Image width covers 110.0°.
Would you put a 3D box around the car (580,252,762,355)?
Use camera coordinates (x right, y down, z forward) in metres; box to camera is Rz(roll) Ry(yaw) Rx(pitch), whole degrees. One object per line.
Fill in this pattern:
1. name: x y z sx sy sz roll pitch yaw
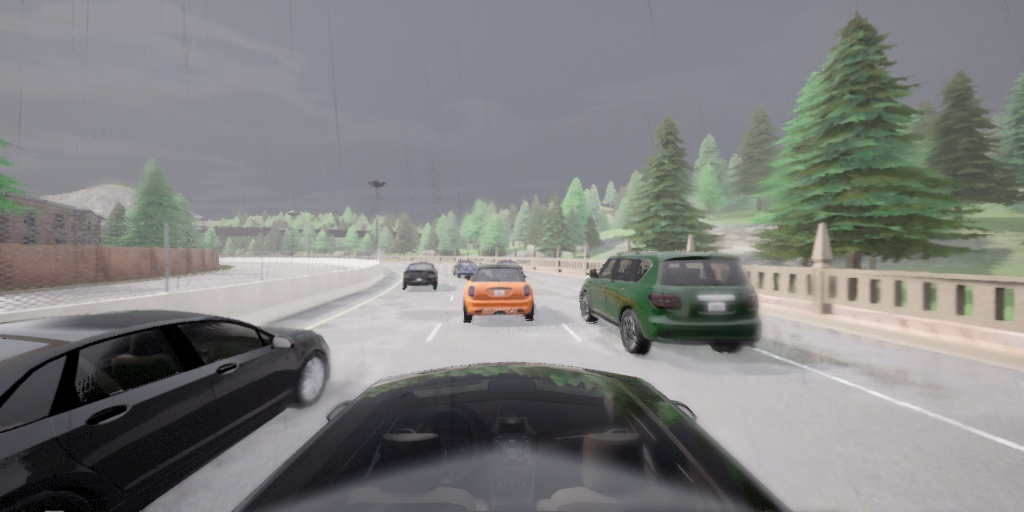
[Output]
1. car: 3.286 0.928 8.718 2.150 2.045 5.566 0 0 -4

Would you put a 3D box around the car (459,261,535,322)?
1. car: -0.554 1.041 12.246 2.097 1.767 4.553 0 0 -5

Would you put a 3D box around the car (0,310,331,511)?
1. car: -3.482 1.249 3.227 1.837 1.490 4.892 0 0 -1

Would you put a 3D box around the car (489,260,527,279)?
1. car: -0.485 1.124 31.303 2.033 1.411 5.357 0 0 -15

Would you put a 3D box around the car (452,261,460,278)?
1. car: -4.039 1.129 31.049 2.033 1.411 5.357 0 0 -16

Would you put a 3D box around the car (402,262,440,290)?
1. car: -5.460 1.115 21.727 1.882 1.535 5.008 0 0 -11
